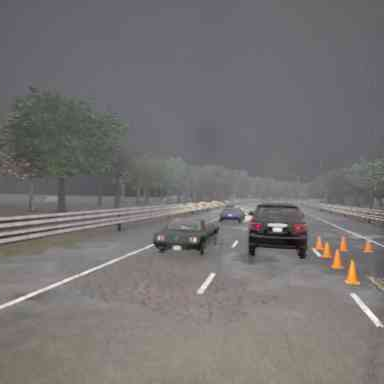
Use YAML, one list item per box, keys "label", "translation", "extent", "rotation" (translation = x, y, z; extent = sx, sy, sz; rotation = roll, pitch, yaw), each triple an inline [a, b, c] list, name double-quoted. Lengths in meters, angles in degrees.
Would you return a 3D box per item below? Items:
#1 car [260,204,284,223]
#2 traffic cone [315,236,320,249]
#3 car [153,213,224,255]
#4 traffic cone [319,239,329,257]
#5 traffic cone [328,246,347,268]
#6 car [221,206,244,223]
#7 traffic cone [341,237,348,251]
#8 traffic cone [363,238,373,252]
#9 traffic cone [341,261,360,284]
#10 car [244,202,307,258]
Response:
- label: "car"
  translation: [7.738, 2.013, 32.261]
  extent: [2.128, 1.511, 4.902]
  rotation: [1, -1, 13]
- label: "traffic cone"
  translation: [5.684, 2.246, 14.849]
  extent: [0.340, 0.580, 0.340]
  rotation: [1, -1, 13]
- label: "car"
  translation: [-0.029, 1.755, 14.117]
  extent: [1.895, 1.301, 4.718]
  rotation: [1, -1, 13]
- label: "traffic cone"
  translation: [5.236, 2.215, 12.901]
  extent: [0.340, 0.580, 0.340]
  rotation: [1, -1, 13]
- label: "traffic cone"
  translation: [4.787, 2.184, 10.952]
  extent: [0.340, 0.580, 0.340]
  rotation: [1, -1, 13]
- label: "car"
  translation: [3.725, 1.976, 30.431]
  extent: [1.994, 1.385, 4.181]
  rotation: [1, -1, 13]
- label: "traffic cone"
  translation: [6.659, 2.266, 14.625]
  extent: [0.340, 0.580, 0.340]
  rotation: [1, -1, 13]
- label: "traffic cone"
  translation: [7.633, 2.285, 14.400]
  extent: [0.340, 0.580, 0.340]
  rotation: [1, -1, 13]
- label: "traffic cone"
  translation: [4.339, 2.153, 9.003]
  extent: [0.340, 0.580, 0.340]
  rotation: [1, -1, 13]
- label: "car"
  translation: [3.612, 1.460, 14.302]
  extent: [2.150, 2.045, 5.566]
  rotation: [1, -1, 13]
